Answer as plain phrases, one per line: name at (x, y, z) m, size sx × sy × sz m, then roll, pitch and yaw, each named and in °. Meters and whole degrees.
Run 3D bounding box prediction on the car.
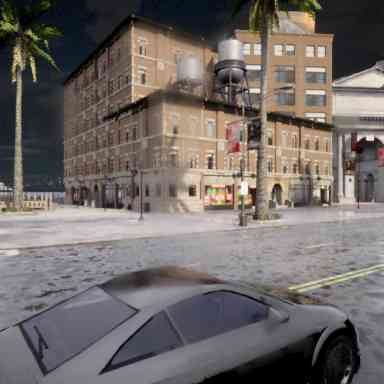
car at (-0.005, 1.564, 3.651) m, size 4.181 × 1.385 × 1.994 m, roll 0°, pitch 0°, yaw -36°
